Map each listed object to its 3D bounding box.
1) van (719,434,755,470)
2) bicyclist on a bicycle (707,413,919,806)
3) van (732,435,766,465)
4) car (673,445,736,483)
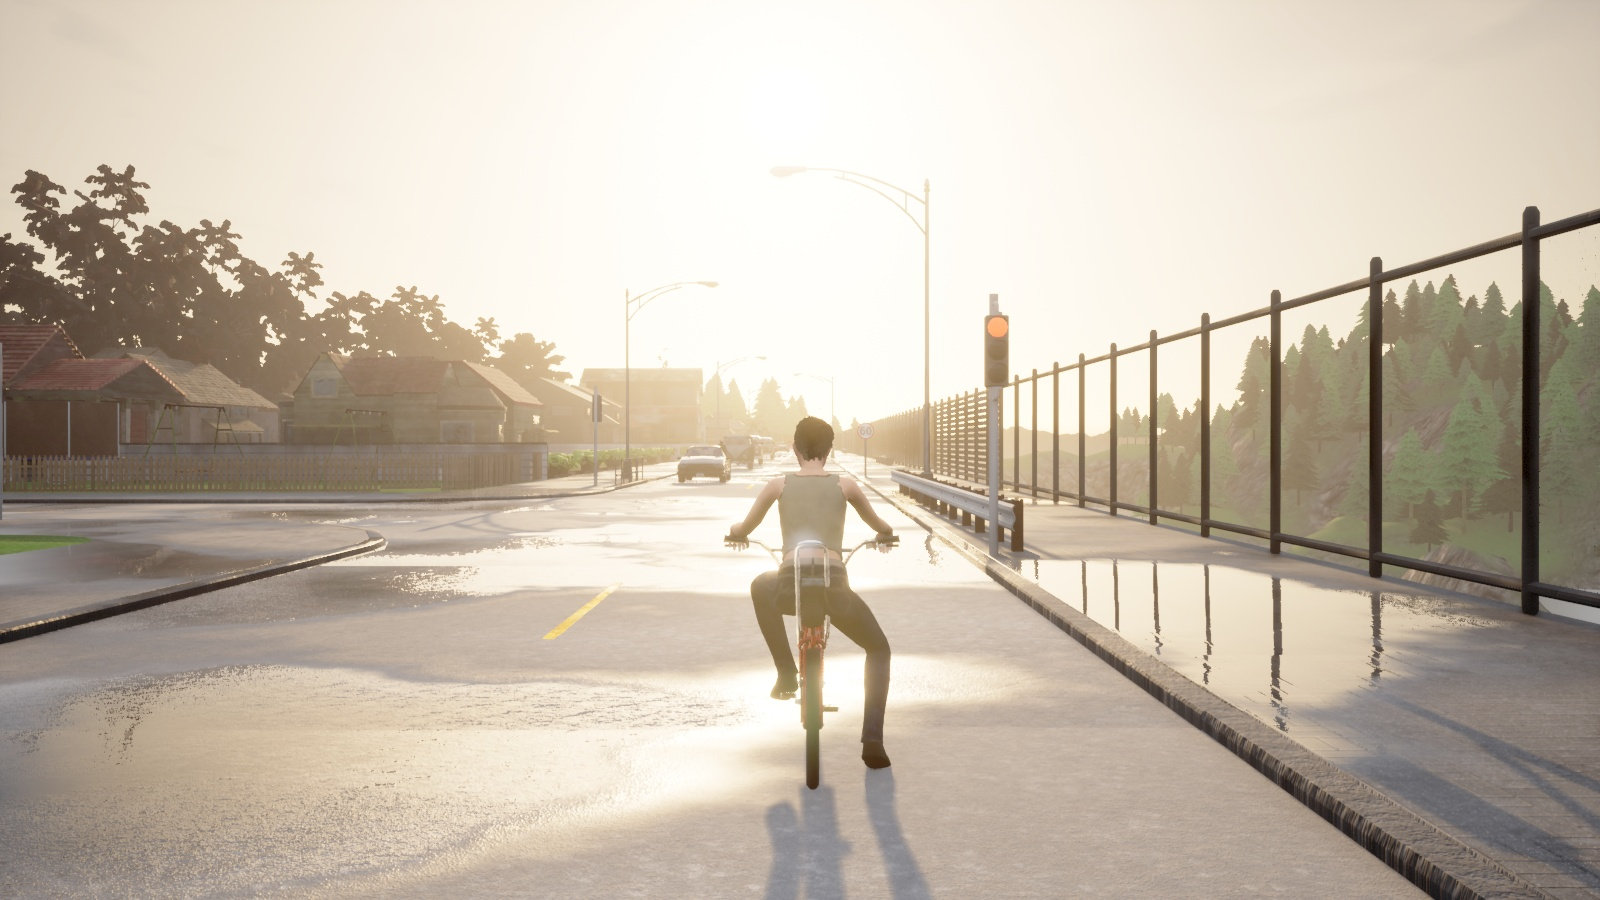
[{"bbox_3d":[-3.556,0.092,71.653,1.775,1.987,4.442,0,0,0],"label":"van"},{"bbox_3d":[0.056,0.650,5.898,0.866,1.612,1.509,0,0,0],"label":"bicyclist on a bicycle"},{"bbox_3d":[-3.475,-0.019,86.116,2.069,2.038,4.480,0,0,0],"label":"van"},{"bbox_3d":[-3.690,0.513,49.200,2.033,1.411,5.357,0,0,0],"label":"car"}]
